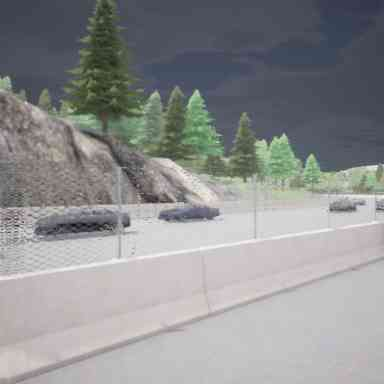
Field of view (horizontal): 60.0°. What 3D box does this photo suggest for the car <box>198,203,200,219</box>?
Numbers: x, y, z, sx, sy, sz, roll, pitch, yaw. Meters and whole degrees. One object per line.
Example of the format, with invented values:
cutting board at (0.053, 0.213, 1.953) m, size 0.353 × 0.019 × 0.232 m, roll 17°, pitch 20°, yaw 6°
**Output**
car at (-0.068, 1.600, 26.345) m, size 5.357 × 1.411 × 2.033 m, roll 0°, pitch 0°, yaw -40°
